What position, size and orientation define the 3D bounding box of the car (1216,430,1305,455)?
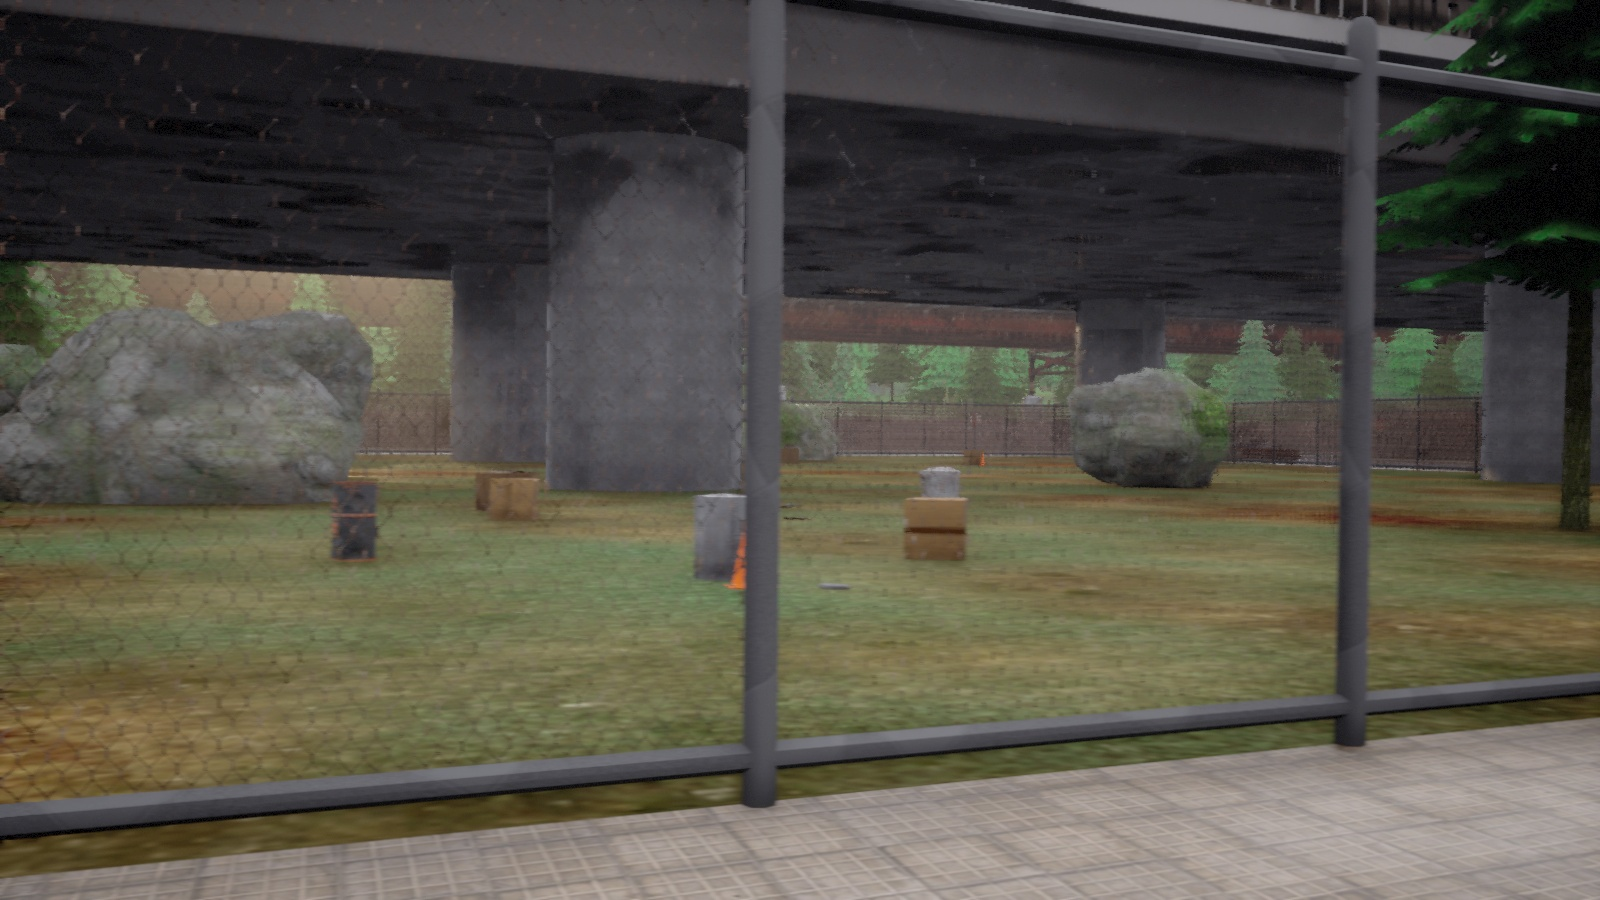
[{"bbox_3d":[24.816,-0.418,67.820,1.895,1.301,4.718,-1,1,-20],"label":"car"}]
